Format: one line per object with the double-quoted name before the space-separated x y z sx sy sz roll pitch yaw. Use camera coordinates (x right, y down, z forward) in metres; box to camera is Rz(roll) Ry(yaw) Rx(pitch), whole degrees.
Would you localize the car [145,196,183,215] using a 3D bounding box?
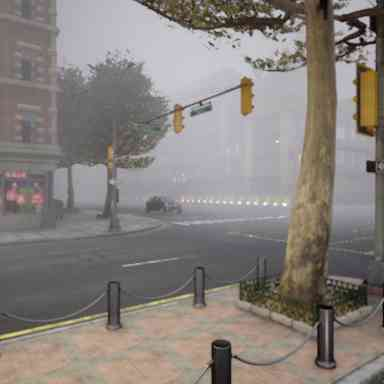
"car" -2.840 1.200 33.079 2.097 1.767 4.553 0 0 -36
